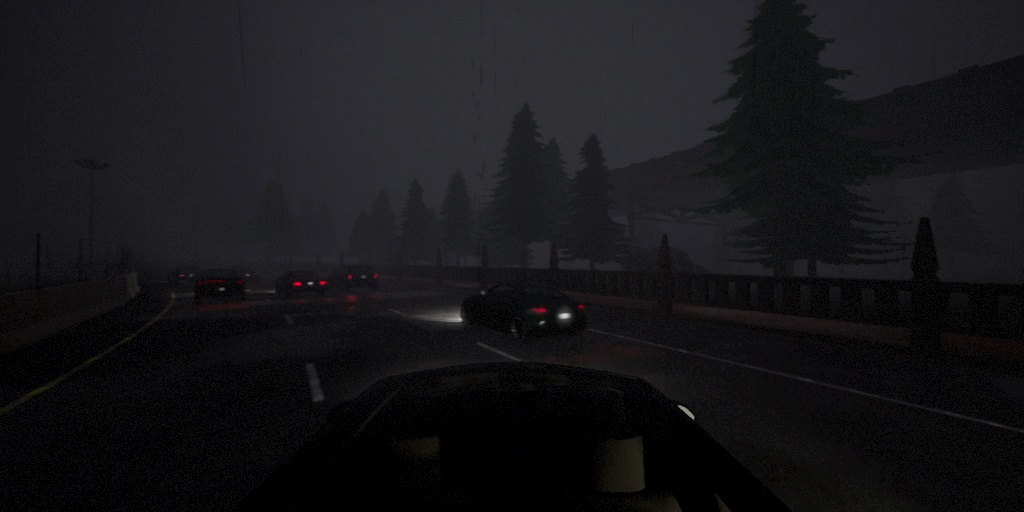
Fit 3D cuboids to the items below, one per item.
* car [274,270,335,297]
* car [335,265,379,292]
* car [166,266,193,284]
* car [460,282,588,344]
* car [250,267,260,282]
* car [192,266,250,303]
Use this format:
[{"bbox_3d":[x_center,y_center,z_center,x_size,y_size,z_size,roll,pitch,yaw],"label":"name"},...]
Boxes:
[{"bbox_3d":[-12.119,1.495,20.460,2.033,1.411,5.357,1,-1,-42],"label":"car"},{"bbox_3d":[-10.700,1.350,23.981,2.097,1.767,4.553,1,-1,-42],"label":"car"},{"bbox_3d":[-27.185,1.565,29.893,5.357,1.411,2.033,0,-1,39],"label":"car"},{"bbox_3d":[0.155,1.423,10.245,1.994,1.385,4.181,1,-1,-33],"label":"car"},{"bbox_3d":[-23.875,1.616,31.643,4.181,1.385,1.994,0,-1,40],"label":"car"},{"bbox_3d":[-14.815,1.388,18.156,1.882,1.535,5.008,1,-2,-41],"label":"car"}]
